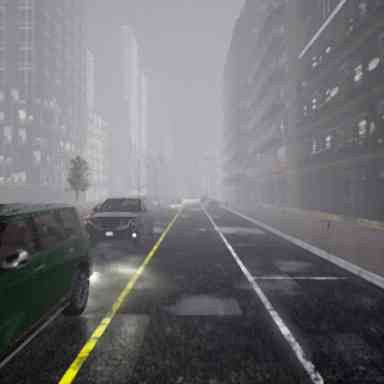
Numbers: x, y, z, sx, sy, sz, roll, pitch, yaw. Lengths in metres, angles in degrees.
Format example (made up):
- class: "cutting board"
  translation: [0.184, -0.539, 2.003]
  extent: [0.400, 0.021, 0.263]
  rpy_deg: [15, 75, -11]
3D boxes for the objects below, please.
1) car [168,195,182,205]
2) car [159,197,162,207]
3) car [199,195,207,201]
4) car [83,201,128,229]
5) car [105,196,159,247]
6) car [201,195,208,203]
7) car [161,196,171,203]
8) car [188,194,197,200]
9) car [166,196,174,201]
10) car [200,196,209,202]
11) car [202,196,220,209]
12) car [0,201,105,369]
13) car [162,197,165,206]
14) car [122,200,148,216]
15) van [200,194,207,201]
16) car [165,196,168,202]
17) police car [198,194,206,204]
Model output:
- class: "car"
  translation: [-2.905, 1.499, 60.963]
  extent: [2.128, 1.511, 4.902]
  rpy_deg: [0, 0, 1]
- class: "car"
  translation: [-5.596, 1.546, 44.418]
  extent: [2.008, 1.369, 4.403]
  rpy_deg: [0, 0, 0]
- class: "car"
  translation: [2.881, 1.480, 88.660]
  extent: [1.967, 1.590, 4.097]
  rpy_deg: [0, 0, 0]
- class: "car"
  translation: [-5.646, 1.430, 22.287]
  extent: [1.967, 1.590, 4.097]
  rpy_deg: [0, 0, 0]
- class: "car"
  translation: [-3.055, 1.215, 15.279]
  extent: [2.150, 2.045, 5.566]
  rpy_deg: [0, 0, 1]
- class: "car"
  translation: [2.796, 1.556, 49.932]
  extent: [2.008, 1.369, 4.403]
  rpy_deg: [0, 0, 0]
- class: "car"
  translation: [-5.536, 1.538, 71.911]
  extent: [1.752, 1.417, 4.829]
  rpy_deg: [0, 0, 0]
- class: "car"
  translation: [0.183, 1.371, 84.588]
  extent: [1.812, 1.442, 4.674]
  rpy_deg: [0, 0, 0]
- class: "car"
  translation: [-5.511, 1.607, 83.147]
  extent: [1.802, 1.307, 4.206]
  rpy_deg: [0, 0, 0]
- class: "car"
  translation: [2.857, 1.609, 77.595]
  extent: [1.802, 1.307, 4.206]
  rpy_deg: [0, 0, 0]
- class: "car"
  translation: [2.784, 1.554, 44.399]
  extent: [2.008, 1.369, 4.403]
  rpy_deg: [0, 0, 0]
- class: "car"
  translation: [-3.093, 1.217, 4.598]
  extent: [2.150, 2.045, 5.566]
  rpy_deg: [0, 0, 1]
- class: "car"
  translation: [-5.584, 1.437, 49.951]
  extent: [1.967, 1.590, 4.097]
  rpy_deg: [0, 0, 0]
- class: "car"
  translation: [-5.621, 1.517, 33.183]
  extent: [1.752, 1.417, 4.829]
  rpy_deg: [0, 0, 0]
- class: "van"
  translation: [2.869, 1.374, 83.127]
  extent: [1.690, 1.788, 3.998]
  rpy_deg: [0, 0, 0]
- class: "car"
  translation: [-5.572, 1.551, 55.483]
  extent: [2.008, 1.369, 4.403]
  rpy_deg: [0, 0, 0]
- class: "police car"
  translation: [2.506, 1.439, 65.309]
  extent: [1.930, 1.638, 5.238]
  rpy_deg: [0, 0, 0]
